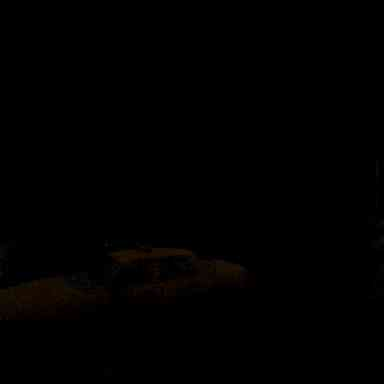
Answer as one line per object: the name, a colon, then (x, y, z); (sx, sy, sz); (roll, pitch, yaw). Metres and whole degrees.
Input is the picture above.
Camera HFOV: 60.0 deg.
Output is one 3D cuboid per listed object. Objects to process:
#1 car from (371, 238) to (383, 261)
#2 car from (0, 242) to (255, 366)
car: (8.356, 1.734, 12.030); (4.829, 1.417, 1.752); (1, -1, -33)
car: (-1.096, 1.603, 5.815); (4.829, 1.417, 1.752); (1, -1, -32)
